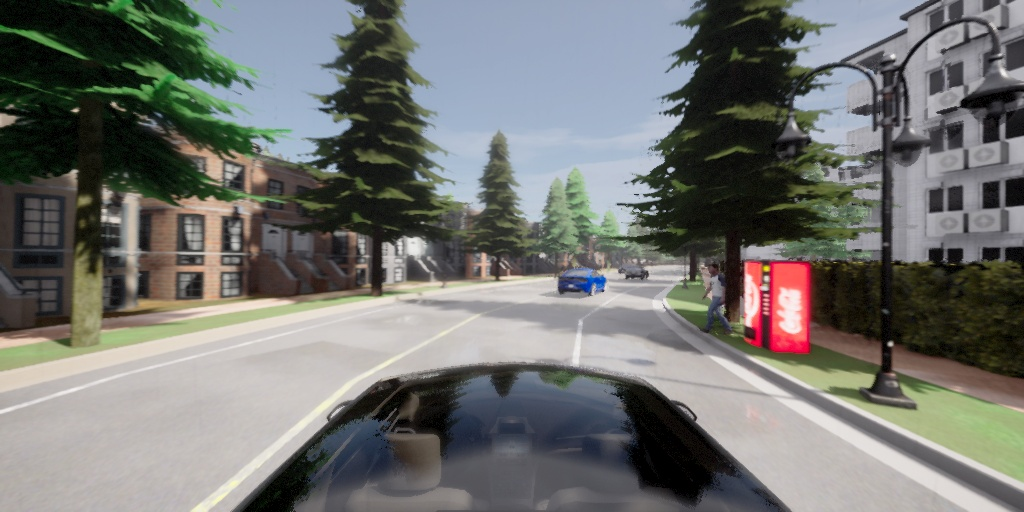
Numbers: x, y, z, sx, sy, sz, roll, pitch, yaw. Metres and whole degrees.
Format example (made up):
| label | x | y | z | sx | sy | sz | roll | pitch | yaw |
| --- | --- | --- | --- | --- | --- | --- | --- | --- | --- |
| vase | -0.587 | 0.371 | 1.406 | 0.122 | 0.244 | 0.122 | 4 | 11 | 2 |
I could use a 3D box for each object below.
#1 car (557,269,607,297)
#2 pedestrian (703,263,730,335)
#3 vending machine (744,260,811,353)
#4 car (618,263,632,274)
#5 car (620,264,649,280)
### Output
| label | x | y | z | sx | sy | sz | roll | pitch | yaw |
| --- | --- | --- | --- | --- | --- | --- | --- | --- | --- |
| car | 4.279 | 1.483 | 21.267 | 1.882 | 1.535 | 5.008 | 0 | -1 | 28 |
| pedestrian | 5.156 | 1.040 | 9.055 | 0.375 | 1.860 | 0.375 | 1 | -1 | 11 |
| vending machine | 5.837 | 1.090 | 7.970 | 1.100 | 2.100 | 0.880 | 0 | 0 | 9 |
| car | 17.428 | 1.867 | 54.139 | 2.097 | 1.767 | 4.553 | 1 | -1 | 28 |
| car | 13.725 | 1.864 | 39.263 | 2.033 | 1.411 | 5.357 | 1 | -1 | 28 |
